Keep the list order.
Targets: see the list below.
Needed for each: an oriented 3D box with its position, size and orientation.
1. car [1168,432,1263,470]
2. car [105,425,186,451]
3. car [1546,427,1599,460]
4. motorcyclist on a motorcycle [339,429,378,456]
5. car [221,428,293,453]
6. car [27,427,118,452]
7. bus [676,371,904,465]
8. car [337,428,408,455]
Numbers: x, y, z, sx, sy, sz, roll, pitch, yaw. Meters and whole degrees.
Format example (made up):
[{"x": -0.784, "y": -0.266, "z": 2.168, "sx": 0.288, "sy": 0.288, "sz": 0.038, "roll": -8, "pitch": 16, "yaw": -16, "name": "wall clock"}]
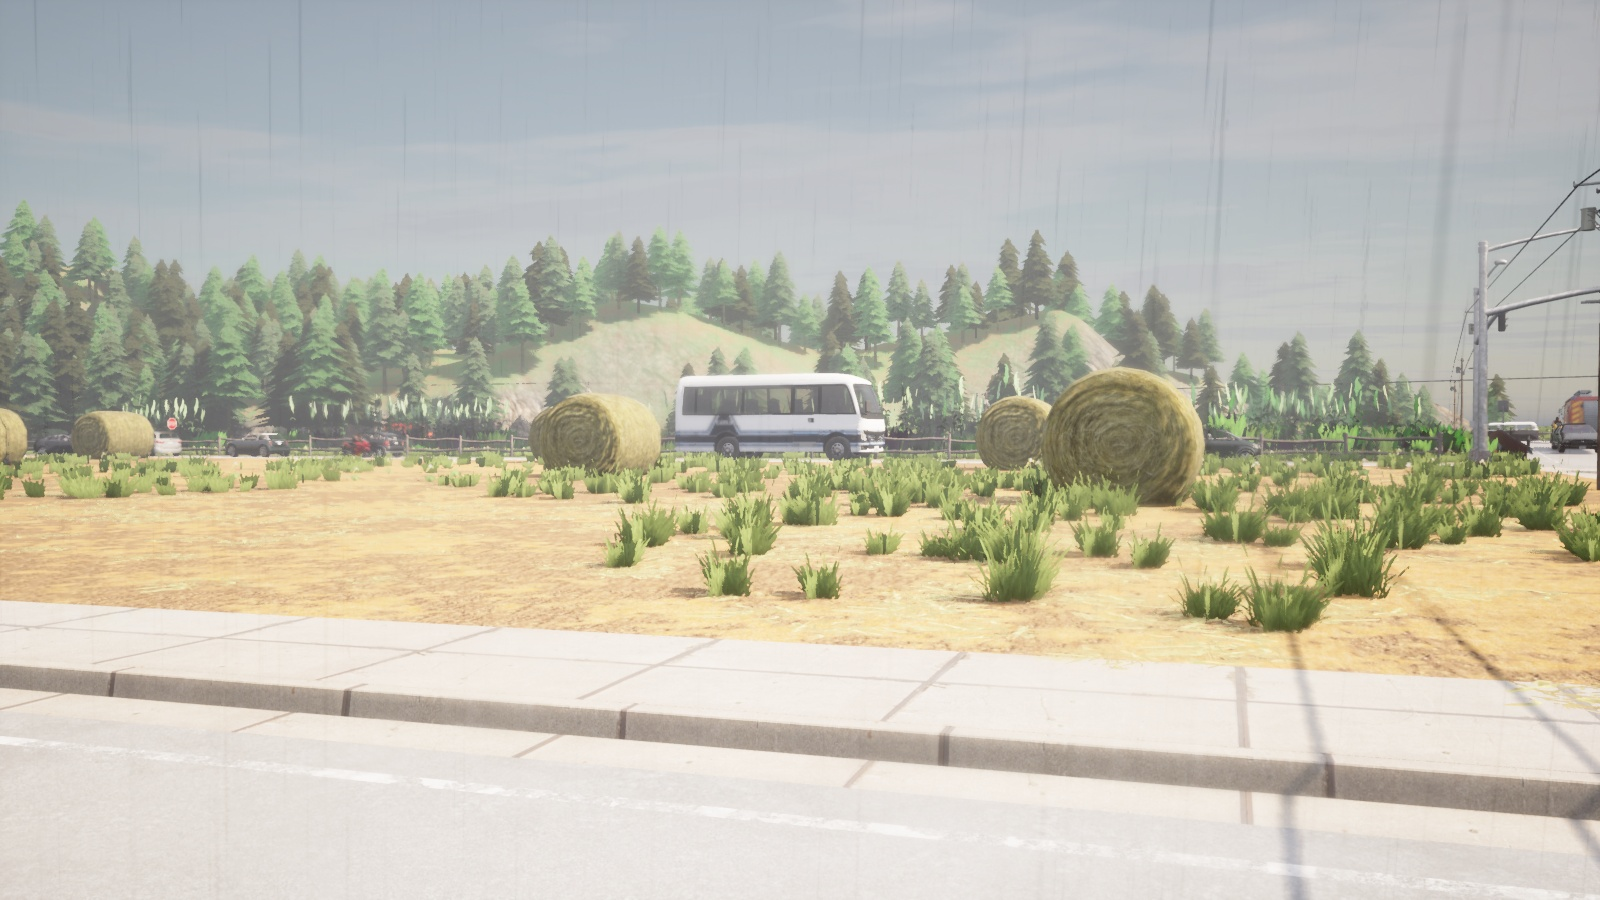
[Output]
[{"x": 17.590, "y": 0.013, "z": 53.122, "sx": 3.705, "sy": 1.549, "sz": 1.789, "roll": 1, "pitch": 1, "yaw": 23, "name": "car"}, {"x": -42.578, "y": -0.804, "z": 81.728, "sx": 4.611, "sy": 1.667, "sz": 2.242, "roll": 1, "pitch": 1, "yaw": 23, "name": "car"}, {"x": 39.484, "y": -0.369, "z": 63.938, "sx": 2.033, "sy": 1.411, "sz": 5.357, "roll": 1, "pitch": 4, "yaw": 25, "name": "car"}, {"x": -24.834, "y": -0.423, "z": 70.624, "sx": 2.044, "sy": 1.523, "sz": 0.797, "roll": 1, "pitch": 1, "yaw": 22, "name": "motorcyclist on a motorcycle"}, {"x": -33.754, "y": -0.593, "z": 78.090, "sx": 3.806, "sy": 1.475, "sz": 1.970, "roll": 1, "pitch": 1, "yaw": 22, "name": "car"}, {"x": -45.816, "y": -0.665, "z": 79.154, "sx": 4.902, "sy": 1.511, "sz": 2.128, "roll": 0, "pitch": 1, "yaw": 15, "name": "car"}, {"x": -0.484, "y": -1.530, "z": 60.558, "sx": 10.273, "sy": 4.253, "sz": 3.944, "roll": 1, "pitch": 1, "yaw": 22, "name": "bus"}, {"x": -25.415, "y": -0.494, "z": 74.650, "sx": 3.705, "sy": 1.549, "sz": 1.789, "roll": 1, "pitch": 1, "yaw": 22, "name": "car"}]
